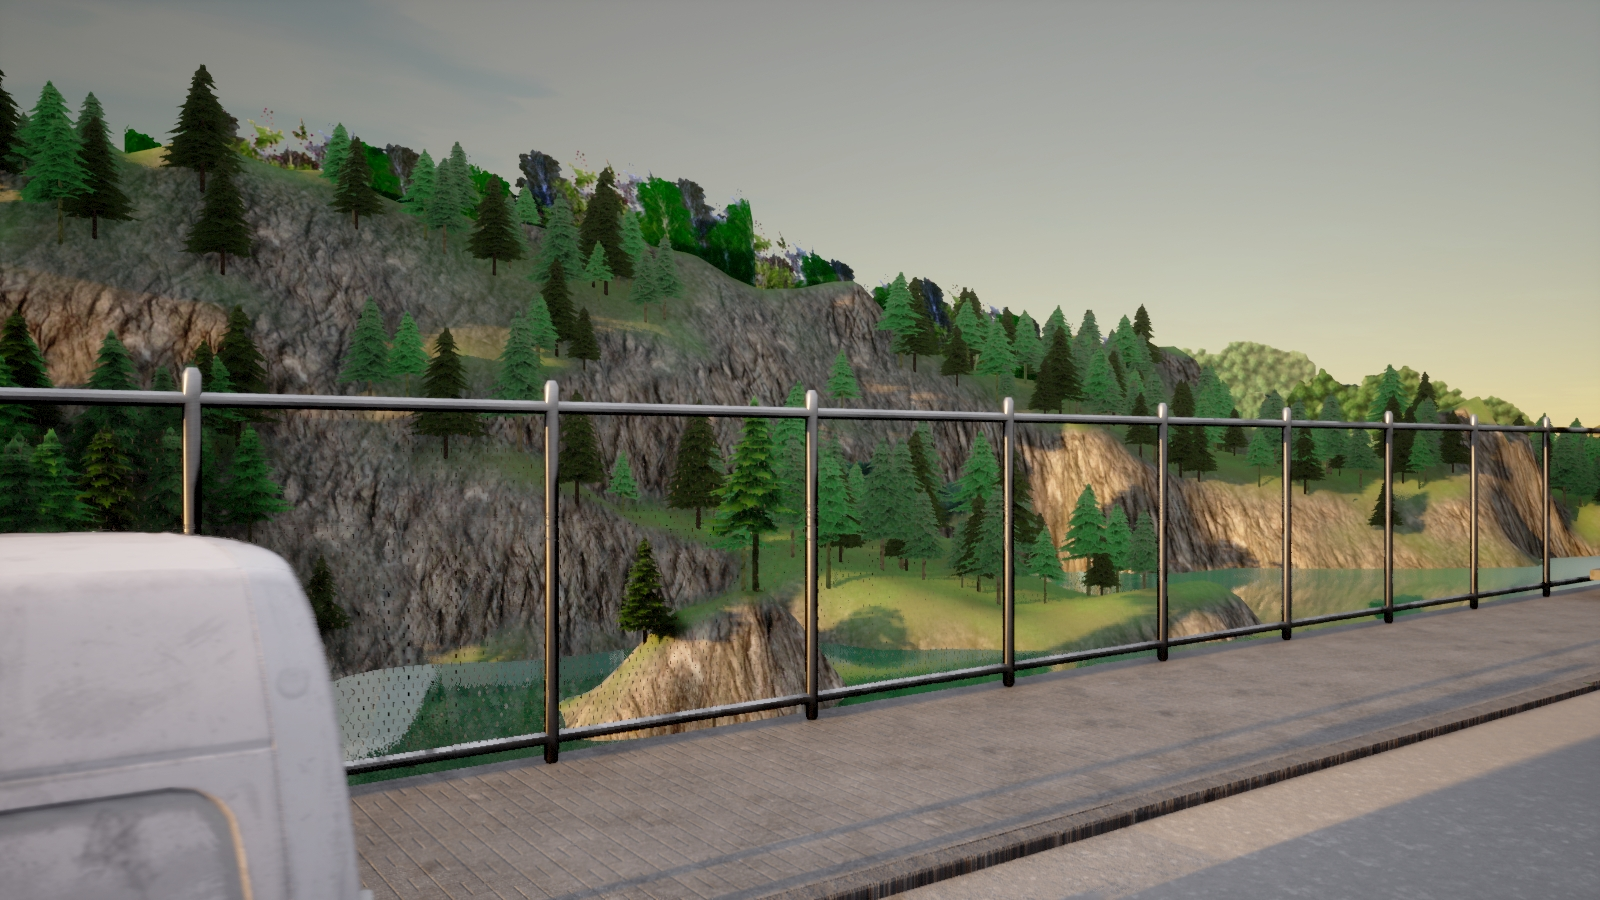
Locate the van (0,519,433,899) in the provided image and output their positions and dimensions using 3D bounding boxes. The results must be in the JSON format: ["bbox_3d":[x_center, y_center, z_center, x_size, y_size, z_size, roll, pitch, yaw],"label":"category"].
[{"bbox_3d":[-3.825,1.535,1.712,5.915,2.561,1.988,0,0,-35],"label":"van"}]
